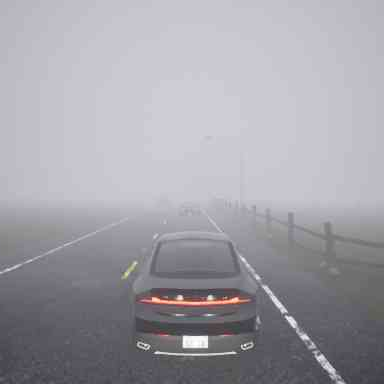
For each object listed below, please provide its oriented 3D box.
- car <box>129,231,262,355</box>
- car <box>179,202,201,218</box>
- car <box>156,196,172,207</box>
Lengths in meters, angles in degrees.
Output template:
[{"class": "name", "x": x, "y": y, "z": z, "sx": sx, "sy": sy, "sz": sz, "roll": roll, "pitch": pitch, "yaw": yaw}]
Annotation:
[{"class": "car", "x": 0.049, "y": 1.505, "z": 6.312, "sx": 1.837, "sy": 1.490, "sz": 4.892, "roll": 0, "pitch": 0, "yaw": 0}, {"class": "car", "x": -0.209, "y": 1.590, "z": 30.292, "sx": 1.895, "sy": 1.301, "sz": 4.718, "roll": 0, "pitch": 0, "yaw": -1}, {"class": "car", "x": -4.130, "y": 1.318, "z": 49.671, "sx": 2.097, "sy": 1.767, "sz": 4.553, "roll": 0, "pitch": 0, "yaw": -1}]
